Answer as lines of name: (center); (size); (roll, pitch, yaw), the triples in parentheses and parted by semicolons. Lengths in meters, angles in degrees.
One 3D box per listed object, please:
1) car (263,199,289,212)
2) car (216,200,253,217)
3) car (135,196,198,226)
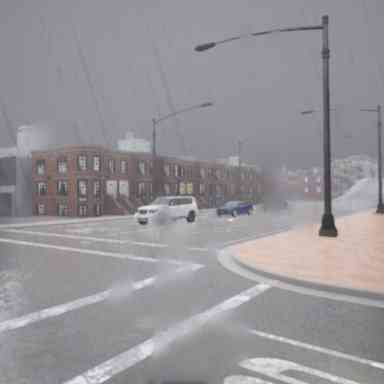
car: (10.489, 1.646, 41.236); (1.812, 1.442, 4.674); (-1, -1, 37)
car: (4.292, 1.601, 33.024); (1.882, 1.535, 5.008); (-1, -1, 37)
car: (-1.755, 1.349, 25.000); (2.150, 2.045, 5.566); (-1, -1, 37)
